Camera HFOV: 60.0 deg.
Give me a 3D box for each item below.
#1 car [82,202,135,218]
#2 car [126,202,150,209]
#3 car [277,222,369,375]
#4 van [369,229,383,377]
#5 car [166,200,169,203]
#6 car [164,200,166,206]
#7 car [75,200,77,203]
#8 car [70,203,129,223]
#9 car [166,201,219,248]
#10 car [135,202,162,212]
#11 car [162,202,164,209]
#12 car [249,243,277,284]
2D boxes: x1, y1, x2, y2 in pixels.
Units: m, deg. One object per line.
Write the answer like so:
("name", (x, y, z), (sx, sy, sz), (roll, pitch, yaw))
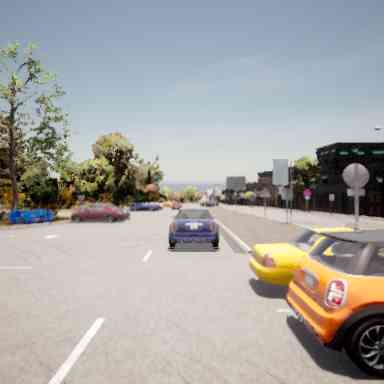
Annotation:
("car", (-8.339, 1.853, 32.580), (4.553, 1.767, 2.185), (0, -1, 0))
("car", (-12.918, 3.148, 79.832), (5.357, 1.411, 2.033), (1, 1, 7))
("car", (3.896, 1.372, 5.044), (4.553, 1.767, 2.185), (0, 0, 0))
("van", (3.809, 1.261, 2.007), (4.442, 1.987, 1.878), (0, 0, 0))
("car", (-7.714, 3.550, 95.074), (5.008, 1.535, 2.097), (0, -1, 1))
("car", (-8.023, 2.752, 63.451), (5.008, 1.535, 2.097), (0, -1, 1))
("car", (-28.778, 2.756, 80.103), (4.902, 1.511, 2.128), (1, 1, 0))
("car", (-8.296, 1.941, 29.407), (4.674, 1.452, 2.002), (0, -1, 0))
("car", (0.087, 1.482, 15.537), (2.097, 1.767, 4.553), (0, -1, 0))
("car", (-8.076, 2.628, 56.903), (4.674, 1.452, 2.002), (0, -1, 1))
("car", (-8.043, 2.671, 60.179), (4.892, 1.521, 2.231), (0, -1, 1))
("car", (4.113, 1.518, 7.961), (5.366, 1.575, 1.946), (0, 0, 0))
